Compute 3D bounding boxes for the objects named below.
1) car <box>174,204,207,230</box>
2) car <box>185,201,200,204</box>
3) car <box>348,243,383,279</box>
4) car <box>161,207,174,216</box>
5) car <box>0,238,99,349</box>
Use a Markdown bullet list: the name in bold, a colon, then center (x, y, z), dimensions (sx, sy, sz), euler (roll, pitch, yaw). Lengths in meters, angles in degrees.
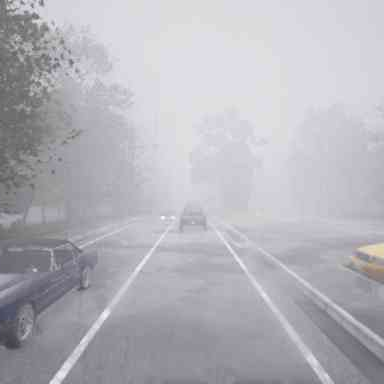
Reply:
- **car**: center (0.088, 1.849, 23.960), dimensions (2.128, 1.511, 4.902), euler (0, -1, 0)
- **car**: center (0.080, 2.097, 40.435), dimensions (2.150, 2.045, 5.566), euler (0, -2, 0)
- **car**: center (6.896, 1.527, 8.463), dimensions (5.366, 1.575, 1.946), euler (0, 0, 0)
- **car**: center (-3.358, 2.739, 47.312), dimensions (1.895, 1.301, 4.718), euler (0, -2, 0)
- **car**: center (-3.353, 1.652, 6.450), dimensions (1.895, 1.301, 4.718), euler (0, -1, 0)
